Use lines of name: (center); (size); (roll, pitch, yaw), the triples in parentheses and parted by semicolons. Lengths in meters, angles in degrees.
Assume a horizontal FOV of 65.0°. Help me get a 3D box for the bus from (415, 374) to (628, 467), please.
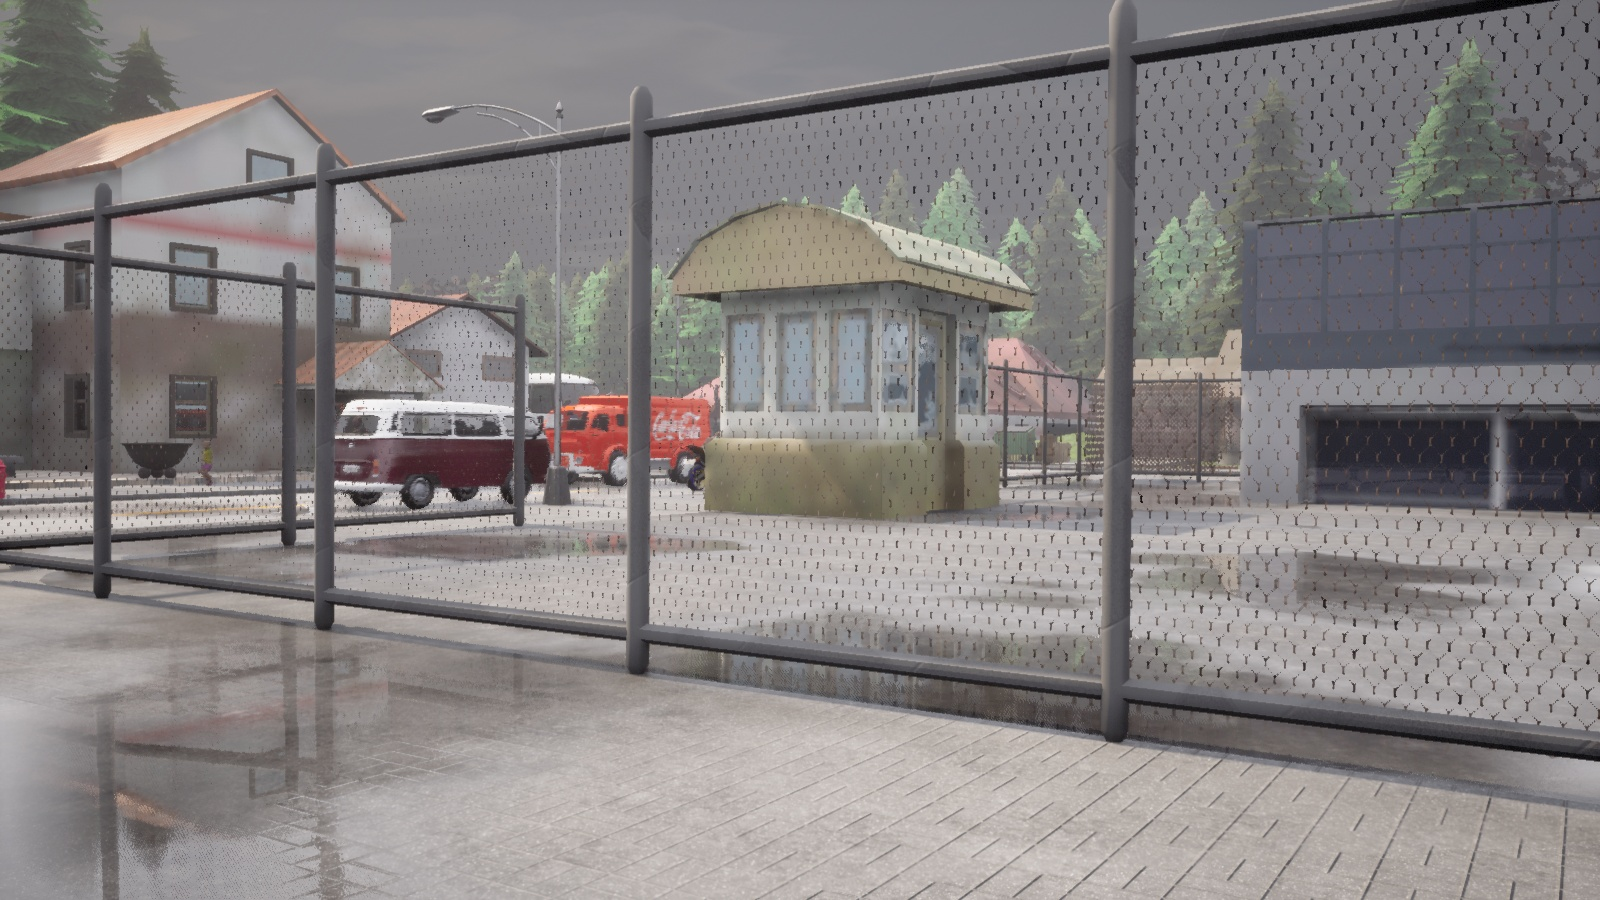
bus: (-13.740, -1.362, 61.639); (10.273, 4.253, 3.944); (0, 1, 31)

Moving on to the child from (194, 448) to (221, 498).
child: (-14.113, 0.540, 29.922); (0.299, 1.160, 0.473); (0, 1, 32)

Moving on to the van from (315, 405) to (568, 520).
van: (-6.901, 0.181, 24.617); (2.069, 2.038, 4.480); (0, 1, 33)

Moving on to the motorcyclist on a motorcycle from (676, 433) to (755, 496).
motorcyclist on a motorcycle: (-2.144, 0.346, 32.190); (0.866, 1.530, 2.191); (0, 1, 34)

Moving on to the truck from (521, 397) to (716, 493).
truck: (-4.960, -0.195, 35.142); (2.627, 2.467, 5.204); (0, 1, 32)
